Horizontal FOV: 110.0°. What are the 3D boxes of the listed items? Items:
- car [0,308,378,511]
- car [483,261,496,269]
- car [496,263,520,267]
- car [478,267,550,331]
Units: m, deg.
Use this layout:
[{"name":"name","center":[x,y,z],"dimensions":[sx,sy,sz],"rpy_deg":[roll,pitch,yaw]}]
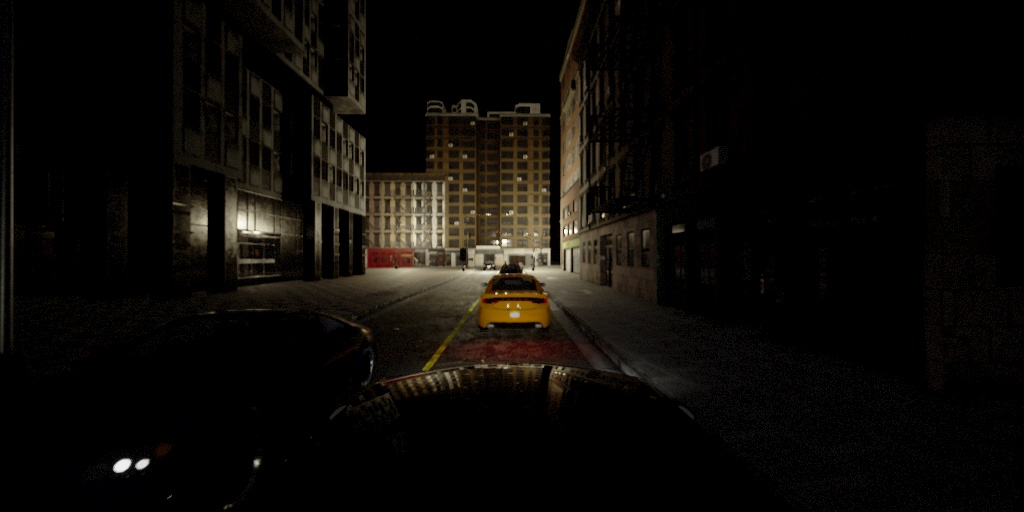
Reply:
[{"name":"car","center":[-3.108,1.325,4.014],"dimensions":[1.994,1.385,4.181],"rpy_deg":[0,0,0]},{"name":"car","center":[-3.328,1.436,54.169],"dimensions":[2.128,1.511,4.902],"rpy_deg":[0,0,0]},{"name":"car","center":[-0.065,1.342,28.979],"dimensions":[1.882,1.535,5.008],"rpy_deg":[0,0,0]},{"name":"car","center":[0.047,1.271,11.158],"dimensions":[1.882,1.535,5.008],"rpy_deg":[0,0,0]}]
